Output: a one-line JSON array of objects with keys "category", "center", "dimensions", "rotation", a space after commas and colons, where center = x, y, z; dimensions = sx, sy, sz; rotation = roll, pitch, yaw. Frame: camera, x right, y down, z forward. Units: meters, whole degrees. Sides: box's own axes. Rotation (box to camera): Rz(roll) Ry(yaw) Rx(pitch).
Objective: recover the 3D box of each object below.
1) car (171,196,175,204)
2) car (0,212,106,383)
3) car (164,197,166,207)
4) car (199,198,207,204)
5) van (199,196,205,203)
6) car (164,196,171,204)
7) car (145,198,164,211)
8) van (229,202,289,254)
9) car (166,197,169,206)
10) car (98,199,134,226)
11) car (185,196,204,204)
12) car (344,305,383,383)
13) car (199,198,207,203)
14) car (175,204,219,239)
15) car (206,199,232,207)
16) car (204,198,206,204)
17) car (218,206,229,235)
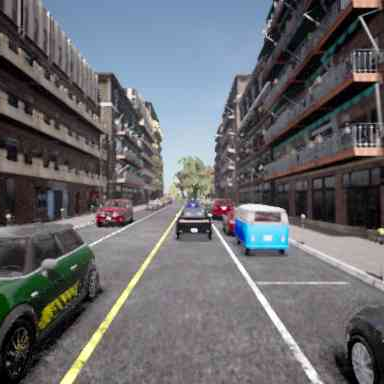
[{"category": "car", "center": [-5.637, 1.879, 76.022], "dimensions": [2.192, 1.841, 5.009], "rotation": [1, 0, 0]}, {"category": "car", "center": [-3.098, 1.391, 5.380], "dimensions": [2.097, 1.767, 4.553], "rotation": [0, 0, 0]}, {"category": "car", "center": [-5.652, 1.916, 53.205], "dimensions": [1.752, 1.417, 4.829], "rotation": [1, 0, 0]}, {"category": "car", "center": [2.746, 2.152, 81.638], "dimensions": [1.887, 1.381, 4.507], "rotation": [1, 0, 0]}, {"category": "van", "center": [2.738, 2.036, 92.963], "dimensions": [1.690, 1.788, 3.998], "rotation": [1, 0, 0]}, {"category": "car", "center": [-5.645, 1.917, 64.698], "dimensions": [1.967, 1.590, 4.097], "rotation": [1, 0, 0]}, {"category": "car", "center": [-5.655, 1.900, 47.712], "dimensions": [2.008, 1.369, 4.403], "rotation": [1, 0, 0]}, {"category": "van", "center": [2.711, 1.440, 13.701], "dimensions": [1.690, 1.788, 3.998], "rotation": [1, 0, 0]}, {"category": "car", "center": [-5.649, 1.979, 59.035], "dimensions": [1.887, 1.381, 4.507], "rotation": [1, 0, 0]}, {"category": "car", "center": [-5.663, 1.497, 25.068], "dimensions": [2.192, 1.841, 5.009], "rotation": [1, 0, 0]}, {"category": "car", "center": [0.122, 1.663, 42.490], "dimensions": [2.097, 1.767, 4.553], "rotation": [0, 0, 0]}, {"category": "car", "center": [2.703, 1.569, 2.376], "dimensions": [2.008, 1.369, 4.403], "rotation": [1, 0, 0]}, {"category": "car", "center": [2.753, 2.217, 87.300], "dimensions": [1.947, 1.339, 4.313], "rotation": [1, 0, 0]}, {"category": "car", "center": [0.107, 1.626, 18.348], "dimensions": [2.128, 1.511, 4.902], "rotation": [0, 0, 0]}, {"category": "car", "center": [2.720, 1.539, 30.685], "dimensions": [2.192, 1.841, 5.009], "rotation": [1, 0, 0]}, {"category": "car", "center": [2.726, 1.900, 47.669], "dimensions": [2.008, 1.369, 4.403], "rotation": [1, 0, 0]}, {"category": "car", "center": [2.710, 1.723, 19.360], "dimensions": [1.802, 1.307, 4.206], "rotation": [1, 0, 0]}]
